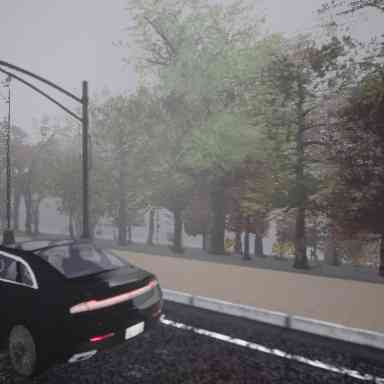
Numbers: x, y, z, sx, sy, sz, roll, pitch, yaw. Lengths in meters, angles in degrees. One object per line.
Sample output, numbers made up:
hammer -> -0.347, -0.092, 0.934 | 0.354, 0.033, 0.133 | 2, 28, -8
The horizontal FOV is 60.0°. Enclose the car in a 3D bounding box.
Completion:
car -> -2.705, 1.562, 5.613 | 4.902, 1.511, 2.128 | -1, 0, 35
